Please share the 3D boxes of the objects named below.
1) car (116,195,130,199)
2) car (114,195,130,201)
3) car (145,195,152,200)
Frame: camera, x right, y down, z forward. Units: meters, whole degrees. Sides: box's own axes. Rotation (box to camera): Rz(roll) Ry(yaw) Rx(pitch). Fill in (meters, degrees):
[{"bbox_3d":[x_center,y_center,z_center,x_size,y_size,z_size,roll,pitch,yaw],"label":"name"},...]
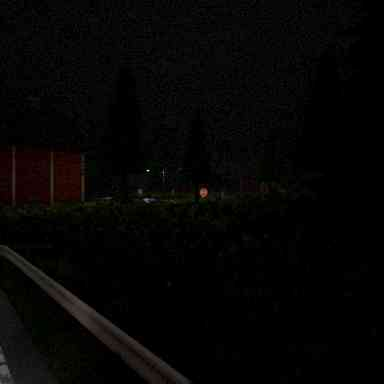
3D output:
[{"bbox_3d":[-10.672,1.554,50.809,1.812,1.442,4.674,0,0,32],"label":"car"},{"bbox_3d":[-18.820,1.534,89.369,1.816,1.474,4.193,0,0,32],"label":"car"},{"bbox_3d":[-6.234,1.595,51.148,1.994,1.385,4.181,0,0,32],"label":"car"}]
